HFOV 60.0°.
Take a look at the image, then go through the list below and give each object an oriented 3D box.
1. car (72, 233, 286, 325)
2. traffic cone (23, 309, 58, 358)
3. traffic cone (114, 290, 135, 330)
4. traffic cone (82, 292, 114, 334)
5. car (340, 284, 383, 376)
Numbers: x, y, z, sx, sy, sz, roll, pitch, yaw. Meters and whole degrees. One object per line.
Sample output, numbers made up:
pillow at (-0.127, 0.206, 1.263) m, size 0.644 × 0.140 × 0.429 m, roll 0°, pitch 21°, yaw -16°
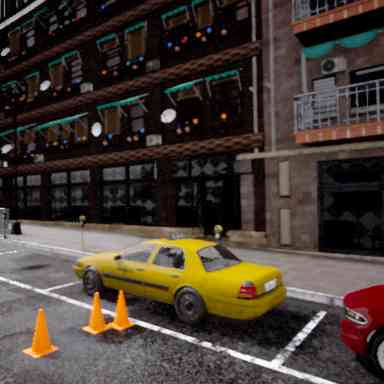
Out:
car at (-0.558, 1.538, 6.971) m, size 4.829 × 1.417 × 1.752 m, roll 0°, pitch -2°, yaw 36°
traffic cone at (-2.137, 1.956, 4.713) m, size 0.340 × 0.580 × 0.340 m, roll 0°, pitch 0°, yaw 36°
traffic cone at (-1.204, 1.962, 5.652) m, size 0.340 × 0.580 × 0.340 m, roll 0°, pitch 0°, yaw 38°
traffic cone at (-1.576, 1.960, 5.499) m, size 0.340 × 0.580 × 0.340 m, roll 0°, pitch 0°, yaw 38°
car at (4.070, 1.573, 3.641) m, size 4.507 × 1.381 × 1.887 m, roll 0°, pitch -2°, yaw 36°
